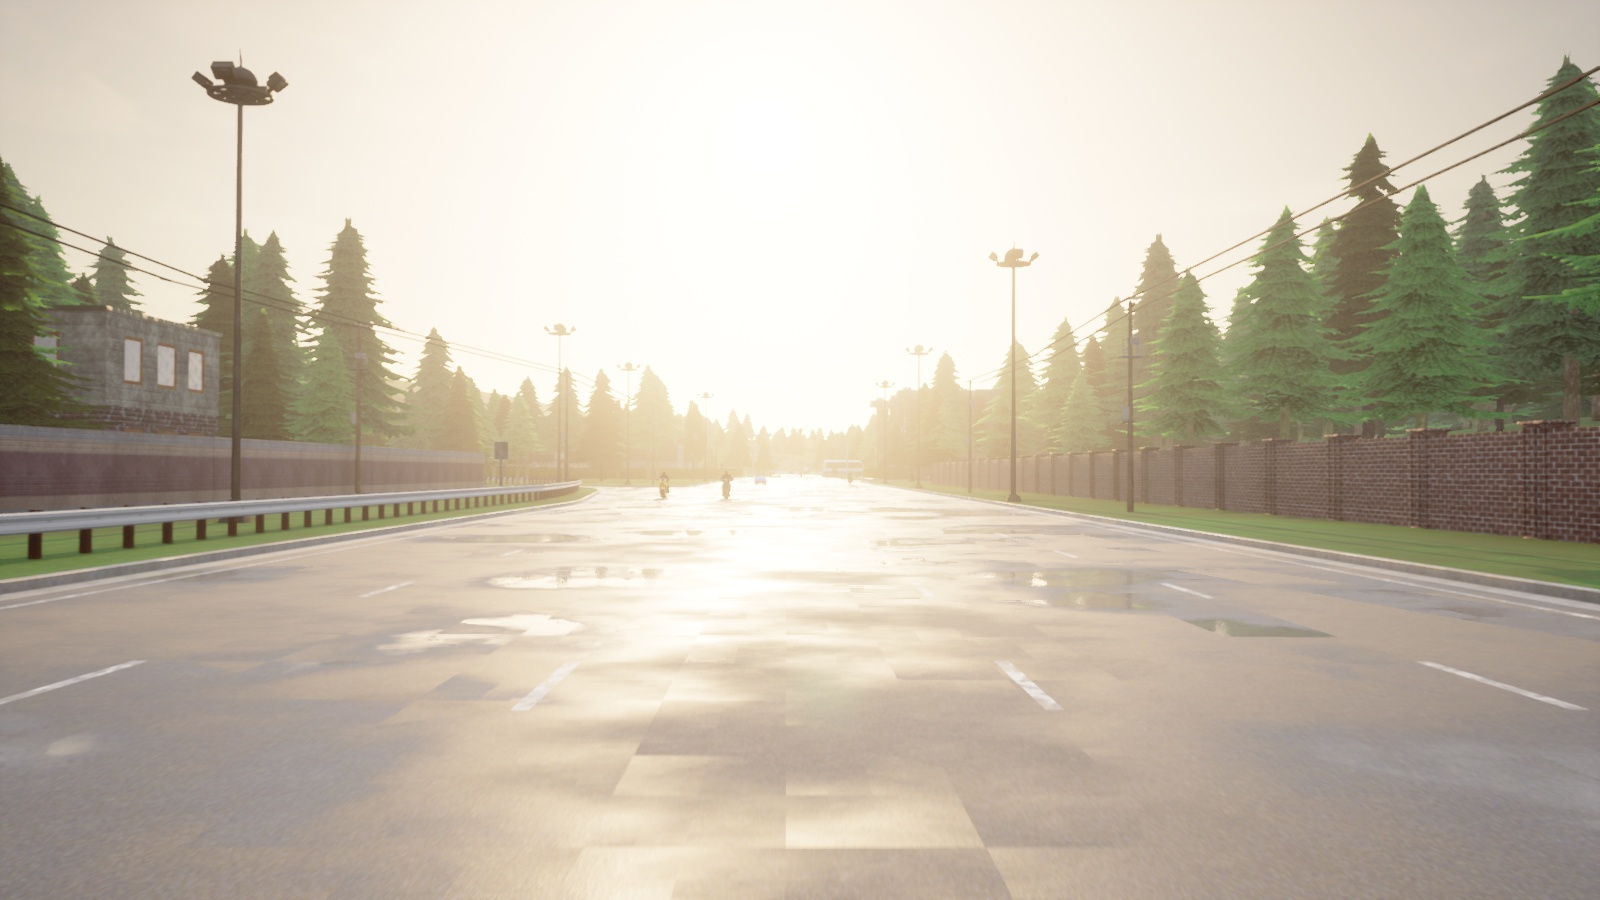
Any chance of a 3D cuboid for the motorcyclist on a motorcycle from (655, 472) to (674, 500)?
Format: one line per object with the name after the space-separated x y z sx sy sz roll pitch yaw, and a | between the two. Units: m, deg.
-7.464 1.986 69.248 0.797 1.523 2.044 0 -1 0 | motorcyclist on a motorcycle
